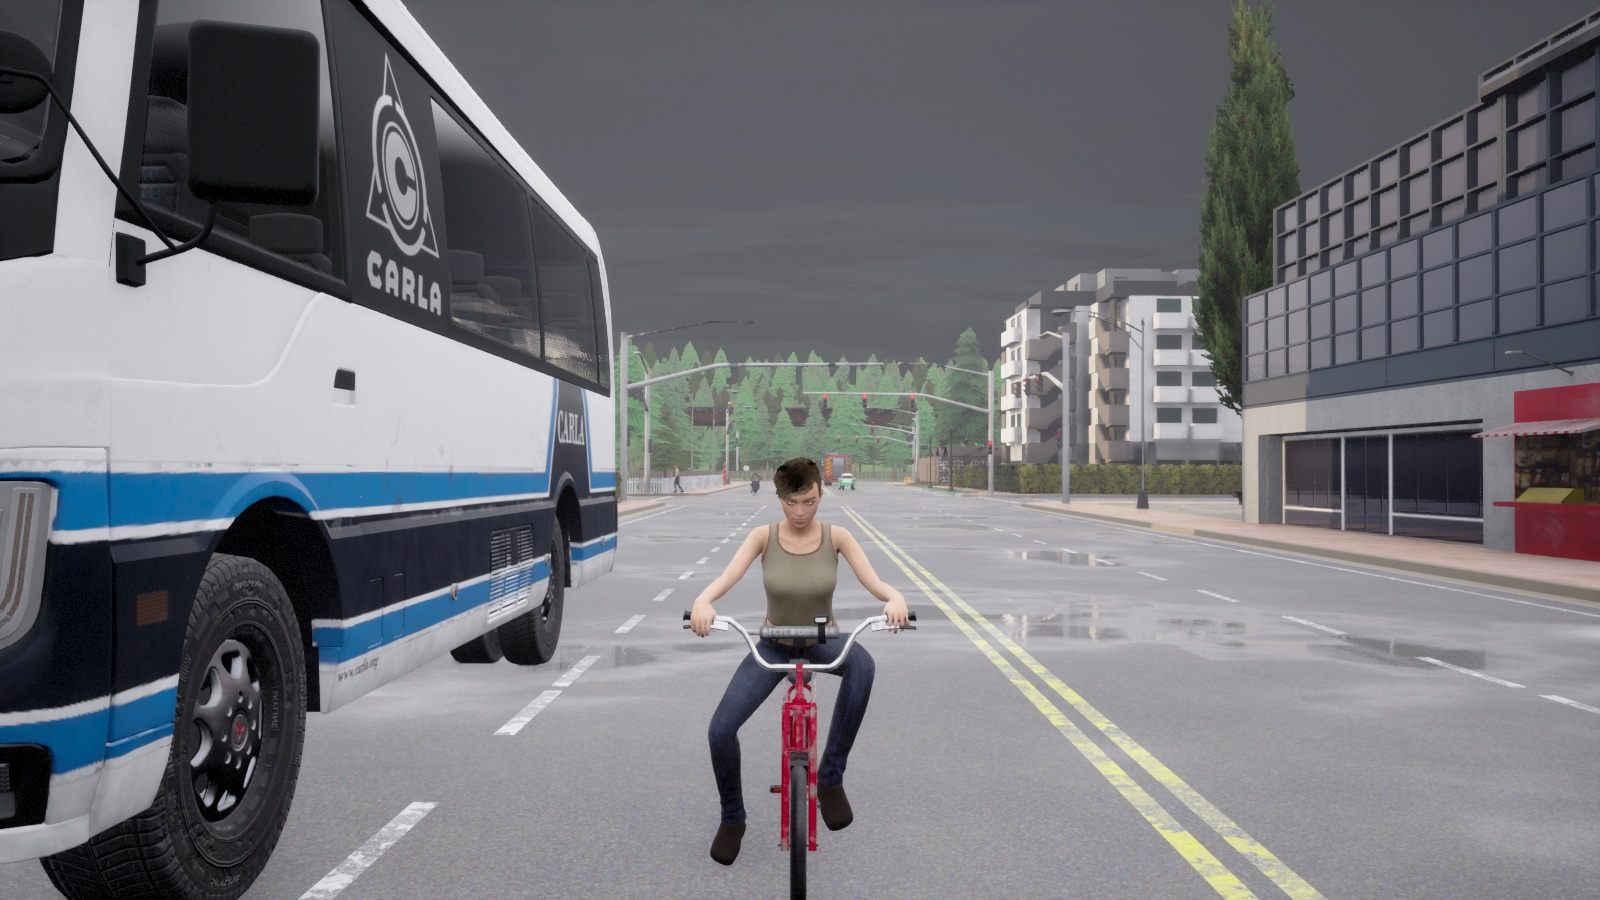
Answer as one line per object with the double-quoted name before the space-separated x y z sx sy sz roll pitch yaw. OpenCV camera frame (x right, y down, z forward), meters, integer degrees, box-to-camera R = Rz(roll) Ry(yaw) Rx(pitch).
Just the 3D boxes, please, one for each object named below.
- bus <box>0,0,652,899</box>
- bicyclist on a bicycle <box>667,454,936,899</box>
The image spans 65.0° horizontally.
"bus" -3.490 -0.422 7.526 3.944 4.253 10.273 0 -1 0
"bicyclist on a bicycle" 0.005 0.832 4.830 0.866 1.612 1.509 0 -1 0
